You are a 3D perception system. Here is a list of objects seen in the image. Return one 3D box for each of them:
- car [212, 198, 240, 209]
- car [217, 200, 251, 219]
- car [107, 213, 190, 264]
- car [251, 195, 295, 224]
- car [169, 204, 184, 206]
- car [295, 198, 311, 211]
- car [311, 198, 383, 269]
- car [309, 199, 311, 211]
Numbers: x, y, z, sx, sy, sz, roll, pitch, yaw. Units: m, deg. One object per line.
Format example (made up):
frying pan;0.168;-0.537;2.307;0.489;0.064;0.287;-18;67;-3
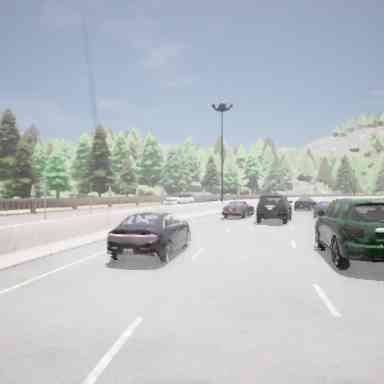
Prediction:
car;4.739;1.570;45.836;1.895;1.301;4.718;0;0;32
car;4.187;1.528;29.348;2.033;1.411;5.357;0;0;23
car;-1.338;1.482;11.947;2.128;1.511;4.902;0;0;12
car;6.271;1.210;25.094;2.150;2.045;5.566;0;0;21
car;-1.848;1.189;48.441;2.150;2.045;5.566;0;0;31
car;13.633;1.455;39.760;1.882;1.535;5.008;0;0;31
car;5.559;1.216;11.008;2.150;2.045;5.566;0;0;12
car;11.998;1.531;29.668;2.033;1.411;5.357;0;0;26
